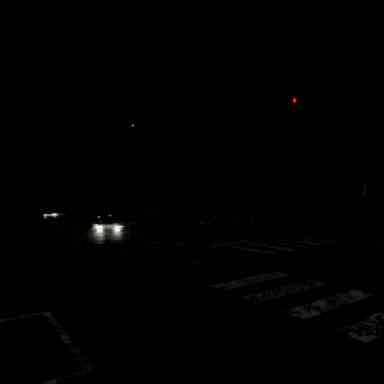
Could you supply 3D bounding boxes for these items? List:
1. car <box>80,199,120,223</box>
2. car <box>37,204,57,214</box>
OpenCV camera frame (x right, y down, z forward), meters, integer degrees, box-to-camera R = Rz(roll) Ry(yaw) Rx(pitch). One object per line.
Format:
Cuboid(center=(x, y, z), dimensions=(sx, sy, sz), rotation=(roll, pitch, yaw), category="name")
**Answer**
Cuboid(center=(-8.529, 1.695, 30.474), dimensions=(2.150, 2.045, 5.566), rotation=(0, -1, -35), category="car")
Cuboid(center=(-21.168, 2.401, 48.504), dimensions=(2.033, 1.411, 5.357), rotation=(0, -1, -35), category="car")
